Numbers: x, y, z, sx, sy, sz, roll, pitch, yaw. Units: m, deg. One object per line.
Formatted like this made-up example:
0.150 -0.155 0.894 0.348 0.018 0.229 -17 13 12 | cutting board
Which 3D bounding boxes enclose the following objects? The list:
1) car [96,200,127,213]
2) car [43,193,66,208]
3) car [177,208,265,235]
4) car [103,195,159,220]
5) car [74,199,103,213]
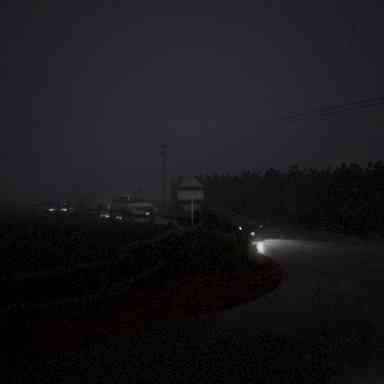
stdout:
-9.358 1.599 38.500 1.895 1.301 4.718 0 0 -35 | car
-19.579 1.204 47.245 2.150 2.045 5.566 0 0 -35 | car
1.282 1.546 17.589 2.033 1.411 5.357 0 0 -35 | car
-4.738 1.221 26.087 2.150 2.045 5.566 0 0 -35 | car
-10.774 1.490 34.639 2.128 1.511 4.902 0 0 -35 | car
